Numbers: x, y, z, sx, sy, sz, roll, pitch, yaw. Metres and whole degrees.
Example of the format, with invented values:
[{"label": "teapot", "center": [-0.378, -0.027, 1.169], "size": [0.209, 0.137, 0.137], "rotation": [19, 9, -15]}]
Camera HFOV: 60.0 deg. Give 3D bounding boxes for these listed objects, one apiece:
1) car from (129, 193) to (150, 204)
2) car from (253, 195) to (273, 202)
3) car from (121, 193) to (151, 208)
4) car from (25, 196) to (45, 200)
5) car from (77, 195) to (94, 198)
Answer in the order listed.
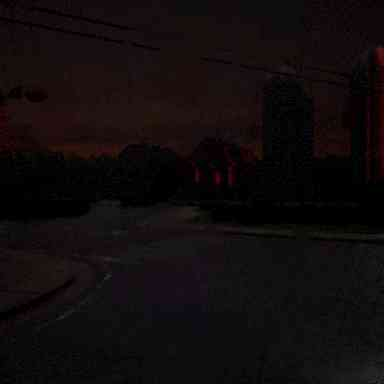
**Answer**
[{"label": "car", "center": [-10.004, 1.162, 63.085], "size": [1.905, 1.878, 3.866], "rotation": [0, 0, 30]}, {"label": "car", "center": [10.923, 1.328, 50.920], "size": [2.242, 1.667, 4.611], "rotation": [0, 0, 30]}, {"label": "car", "center": [-7.856, 1.230, 46.506], "size": [1.932, 1.855, 4.605], "rotation": [0, 0, 30]}, {"label": "car", "center": [-27.380, 1.443, 57.650], "size": [1.784, 1.438, 3.905], "rotation": [0, 0, 30]}, {"label": "car", "center": [-21.945, 1.359, 69.372], "size": [1.816, 1.474, 4.193], "rotation": [0, 0, 30]}]
